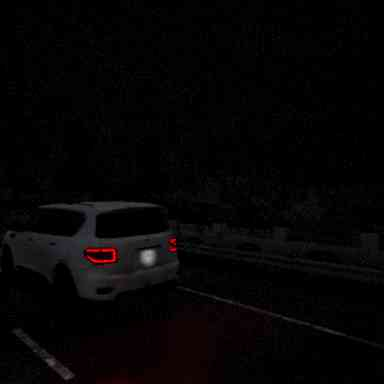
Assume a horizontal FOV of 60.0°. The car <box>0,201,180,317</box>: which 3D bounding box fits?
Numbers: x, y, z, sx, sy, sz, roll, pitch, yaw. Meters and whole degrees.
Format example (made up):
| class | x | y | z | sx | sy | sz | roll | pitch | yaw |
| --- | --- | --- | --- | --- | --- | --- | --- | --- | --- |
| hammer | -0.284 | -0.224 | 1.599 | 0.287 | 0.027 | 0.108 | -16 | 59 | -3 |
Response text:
| class | x | y | z | sx | sy | sz | roll | pitch | yaw |
| --- | --- | --- | --- | --- | --- | --- | --- | --- | --- |
| car | -2.668 | 1.241 | 7.867 | 2.150 | 2.045 | 5.566 | -1 | 0 | -45 |
